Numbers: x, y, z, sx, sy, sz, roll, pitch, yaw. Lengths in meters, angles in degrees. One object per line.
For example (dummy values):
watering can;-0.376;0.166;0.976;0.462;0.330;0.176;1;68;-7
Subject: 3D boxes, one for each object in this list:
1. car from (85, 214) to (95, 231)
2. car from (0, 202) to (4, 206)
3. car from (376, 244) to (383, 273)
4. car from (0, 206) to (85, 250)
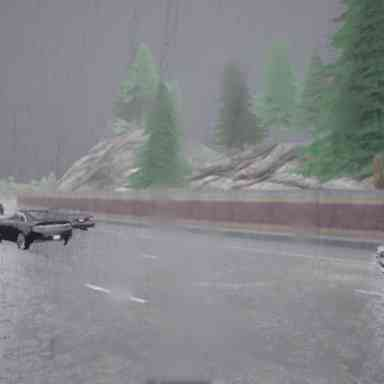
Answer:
car;-7.862;1.605;19.968;5.357;1.411;2.033;0;0;44
car;-20.949;1.591;34.709;1.882;1.535;5.008;0;0;-38
car;6.938;1.530;7.716;4.674;1.442;1.812;0;0;35
car;-7.051;1.536;14.494;4.902;1.511;2.128;0;0;42
